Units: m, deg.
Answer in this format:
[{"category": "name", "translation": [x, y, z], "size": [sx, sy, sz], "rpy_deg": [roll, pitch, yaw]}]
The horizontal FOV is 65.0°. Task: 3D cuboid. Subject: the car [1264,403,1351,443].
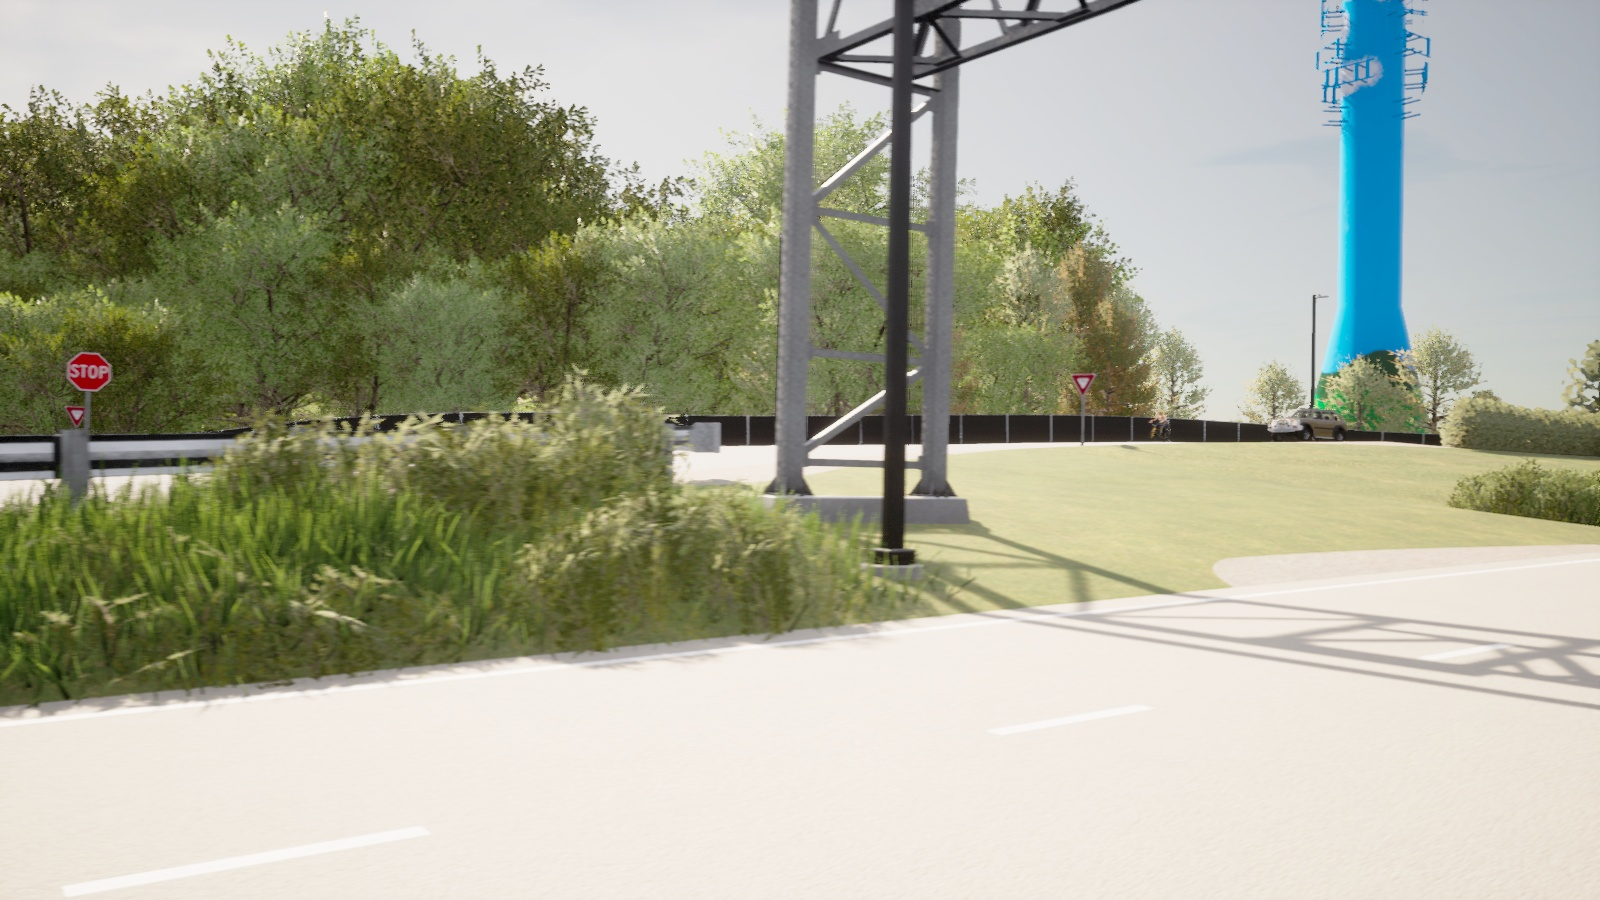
[{"category": "car", "translation": [26.878, -1.416, 66.499], "size": [4.605, 1.855, 1.932], "rpy_deg": [2, -2, -33]}]
